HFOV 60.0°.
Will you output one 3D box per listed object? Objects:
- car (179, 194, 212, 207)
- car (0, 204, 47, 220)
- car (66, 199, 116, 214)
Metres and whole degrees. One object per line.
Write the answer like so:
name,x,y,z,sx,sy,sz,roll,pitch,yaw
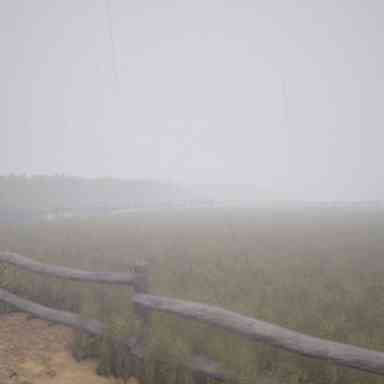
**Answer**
car,0.611,1.239,44.886,2.150,2.045,5.566,0,0,35
car,-12.366,1.515,21.712,2.033,1.411,5.357,0,0,40
car,-9.336,1.453,31.029,2.128,1.511,4.902,0,0,36
